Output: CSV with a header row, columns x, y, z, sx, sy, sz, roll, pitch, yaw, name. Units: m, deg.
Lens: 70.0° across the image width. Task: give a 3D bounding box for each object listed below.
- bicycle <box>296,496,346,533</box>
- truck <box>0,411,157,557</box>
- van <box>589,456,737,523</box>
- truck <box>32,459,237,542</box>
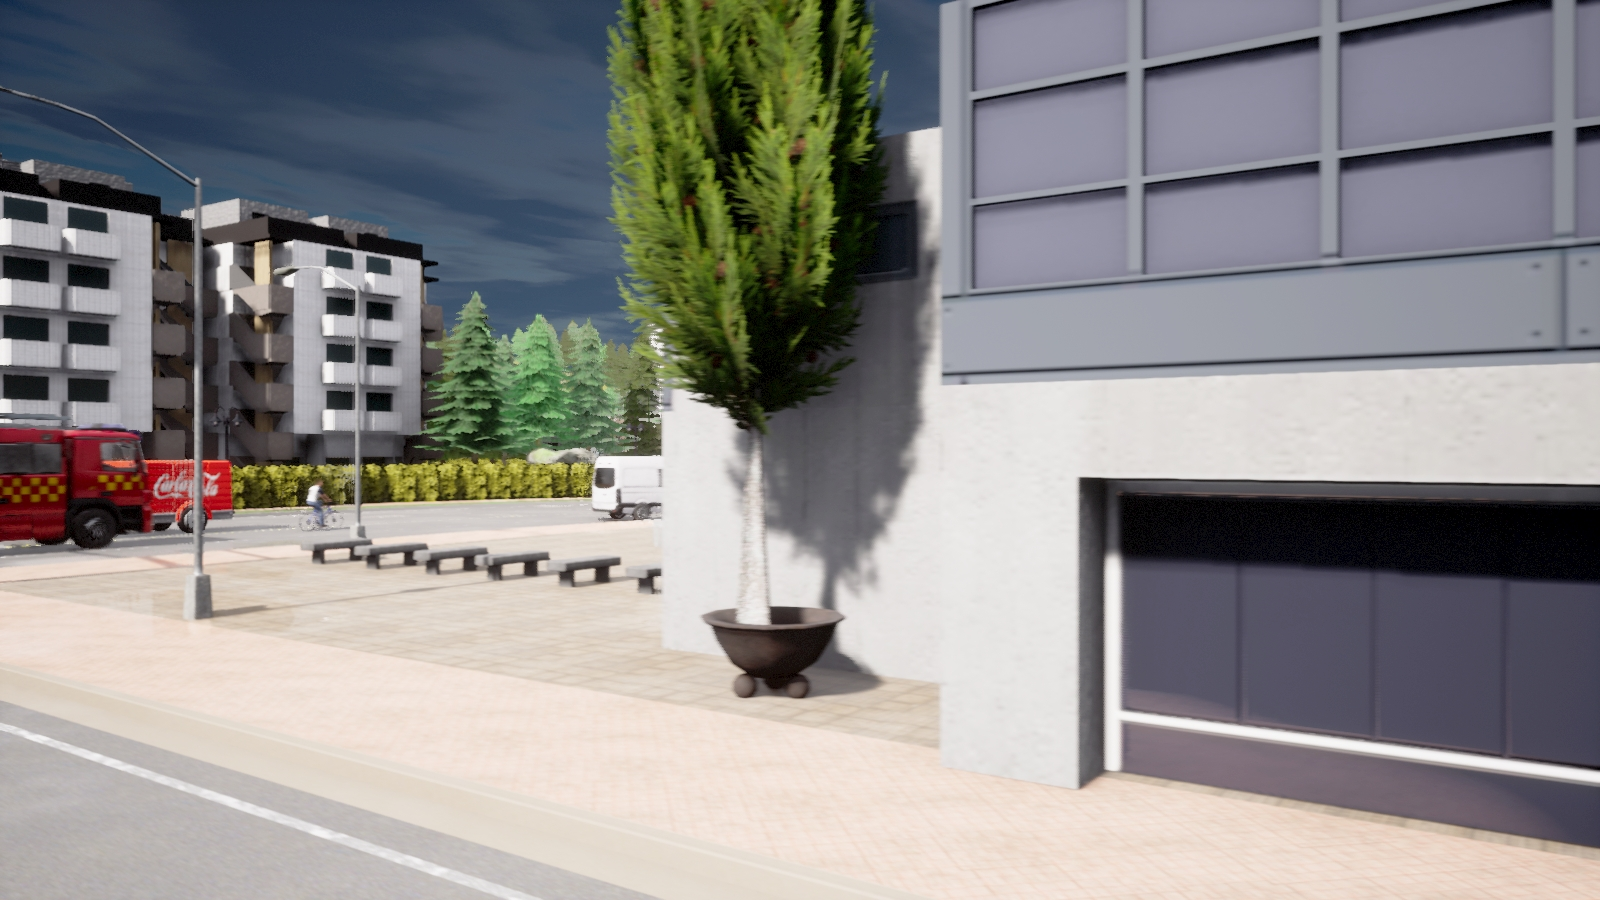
x,y,z,sx,sy,sz,roll,pitch,yaw,name
-16.558,2.206,39.516,0.373,1.196,1.643,0,0,35,bicycle
-22.316,0.890,30.664,2.891,3.827,8.468,0,0,33,truck
-5.525,1.534,46.666,5.915,2.561,1.988,0,0,-42,van
-21.858,1.568,37.746,2.627,2.467,5.204,0,0,33,truck
